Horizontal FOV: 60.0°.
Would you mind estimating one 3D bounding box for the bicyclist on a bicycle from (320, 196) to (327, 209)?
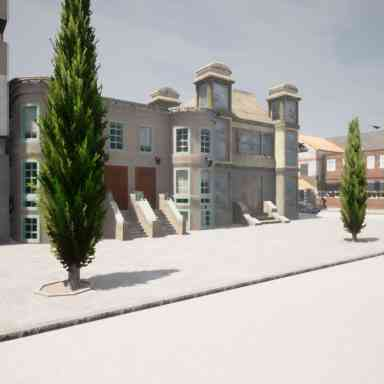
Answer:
[{"bbox_3d":[16.051,1.349,40.717,1.656,1.620,0.582,0,0,-35],"label":"bicyclist on a bicycle"}]

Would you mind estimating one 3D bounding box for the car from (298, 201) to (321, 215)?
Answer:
[{"bbox_3d":[10.794,1.564,33.624,1.994,1.385,4.181,0,0,-35],"label":"car"}]
